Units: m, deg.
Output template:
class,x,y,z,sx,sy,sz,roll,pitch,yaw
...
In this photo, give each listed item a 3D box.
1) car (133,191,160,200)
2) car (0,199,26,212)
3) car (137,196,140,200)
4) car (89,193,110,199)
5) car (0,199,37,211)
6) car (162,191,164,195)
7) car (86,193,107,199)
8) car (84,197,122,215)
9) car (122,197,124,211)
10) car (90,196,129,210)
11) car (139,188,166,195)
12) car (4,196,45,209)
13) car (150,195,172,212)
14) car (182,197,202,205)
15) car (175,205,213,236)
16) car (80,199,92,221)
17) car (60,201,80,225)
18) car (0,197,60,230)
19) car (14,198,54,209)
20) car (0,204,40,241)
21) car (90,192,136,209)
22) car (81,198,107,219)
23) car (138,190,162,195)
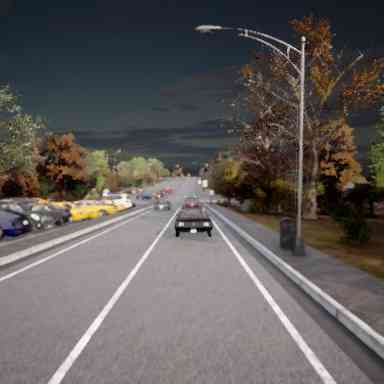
class,x,y,z,sx,sy,sz,roll,pitch,yaw
car,-10.383,1.078,76.238,4.792,1.488,2.163,0,0,0
car,-23.284,1.627,40.905,4.674,1.452,2.002,0,0,0
car,-10.169,1.657,46.423,4.792,1.488,2.163,0,0,0
car,-23.501,1.064,84.558,4.792,1.488,2.163,0,0,0
car,-23.253,1.636,43.675,4.792,1.488,2.163,0,0,0
car,-10.387,1.036,84.587,5.008,1.535,2.097,0,0,0
car,-23.482,1.083,81.646,4.674,1.452,2.002,0,0,0
car,-10.035,1.528,32.543,5.366,1.575,1.946,0,0,0
car,-10.222,1.551,35.319,4.892,1.521,2.231,0,0,0
car,-10.397,1.566,38.096,5.366,1.575,1.946,0,0,0
car,-10.414,0.766,87.379,5.566,2.045,2.435,0,0,0
car,-23.309,1.499,46.322,4.553,1.767,2.185,0,0,0
car,-3.448,1.508,39.598,2.128,1.511,4.902,0,0,0
car,0.009,1.361,35.900,2.097,1.767,4.553,0,0,0
car,0.076,1.592,18.282,1.895,1.301,4.718,0,0,0
car,-10.420,1.478,24.218,5.366,1.575,1.946,0,0,0
car,-10.233,1.475,21.450,4.892,1.521,2.231,0,0,0
car,-10.274,1.347,18.670,4.553,1.767,2.185,0,0,0
car,-23.268,1.643,49.092,5.008,1.535,2.097,0,0,0
car,-10.277,1.504,15.897,4.792,1.488,2.163,0,0,0
car,-10.235,1.337,40.873,5.566,2.045,2.435,0,0,0
car,-10.044,1.491,26.870,5.366,1.575,1.946,0,0,0
car,-10.430,0.919,81.808,4.553,1.767,2.185,0,0,0
